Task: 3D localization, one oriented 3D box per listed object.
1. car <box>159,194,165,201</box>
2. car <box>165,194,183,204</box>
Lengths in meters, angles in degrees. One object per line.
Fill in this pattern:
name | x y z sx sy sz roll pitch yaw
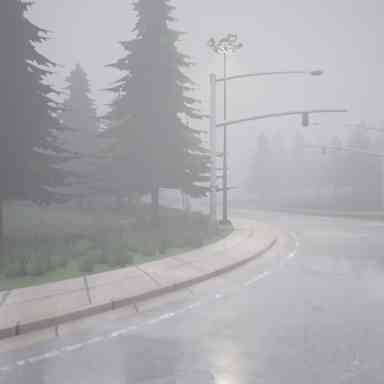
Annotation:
car | -7.009 1.203 75.146 2.150 2.045 5.566 0 0 -21
car | -3.147 1.563 65.400 2.033 1.411 5.357 0 0 -21
